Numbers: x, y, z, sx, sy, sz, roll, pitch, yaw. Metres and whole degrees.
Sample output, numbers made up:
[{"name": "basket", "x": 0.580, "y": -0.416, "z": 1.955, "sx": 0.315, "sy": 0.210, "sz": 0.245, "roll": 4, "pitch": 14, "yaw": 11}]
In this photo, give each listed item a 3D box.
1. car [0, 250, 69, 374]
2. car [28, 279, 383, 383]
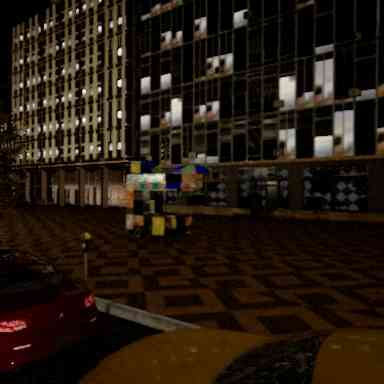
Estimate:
[{"name": "car", "x": -3.214, "y": 1.572, "z": 5.128, "sx": 4.206, "sy": 1.307, "sz": 1.802, "roll": 0, "pitch": 0, "yaw": 35}, {"name": "car", "x": 1.164, "y": 1.524, "z": 2.040, "sx": 4.829, "sy": 1.417, "sz": 1.752, "roll": 0, "pitch": 0, "yaw": 35}]
